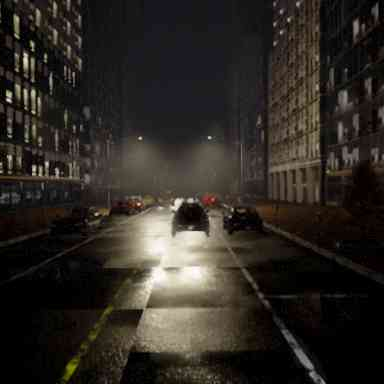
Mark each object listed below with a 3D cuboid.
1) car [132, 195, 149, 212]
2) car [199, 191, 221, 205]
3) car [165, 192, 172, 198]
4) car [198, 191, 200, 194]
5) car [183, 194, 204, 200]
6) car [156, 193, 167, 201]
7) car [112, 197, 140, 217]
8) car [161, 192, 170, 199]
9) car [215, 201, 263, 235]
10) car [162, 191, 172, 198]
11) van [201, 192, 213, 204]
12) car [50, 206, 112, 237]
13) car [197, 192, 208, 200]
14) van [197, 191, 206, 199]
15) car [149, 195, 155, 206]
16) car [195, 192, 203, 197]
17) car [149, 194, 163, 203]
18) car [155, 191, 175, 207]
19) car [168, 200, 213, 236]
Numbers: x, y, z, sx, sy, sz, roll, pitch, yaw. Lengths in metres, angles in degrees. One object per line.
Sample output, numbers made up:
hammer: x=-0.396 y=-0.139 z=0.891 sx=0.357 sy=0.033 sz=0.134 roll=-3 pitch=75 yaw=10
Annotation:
car: x=-5.973 y=1.177 z=34.340 sx=1.967 sy=1.590 sz=4.097 roll=-1 pitch=1 yaw=0
car: x=2.360 y=0.944 z=40.089 sx=2.192 sy=1.841 sz=5.009 roll=-1 pitch=1 yaw=0
car: x=-6.424 y=0.812 z=91.174 sx=1.802 sy=1.307 sz=4.206 roll=-1 pitch=1 yaw=0
car: x=2.314 y=0.894 z=45.773 sx=2.192 sy=1.841 sz=5.009 roll=-1 pitch=1 yaw=0
car: x=-0.183 y=1.255 z=33.236 sx=2.033 sy=1.411 sz=5.357 roll=0 pitch=1 yaw=0
car: x=-6.243 y=0.985 z=68.441 sx=2.008 sy=1.369 sz=4.403 roll=-1 pitch=1 yaw=0
car: x=-5.925 y=1.369 z=28.658 sx=1.802 sy=1.307 sz=4.206 roll=-1 pitch=1 yaw=0
car: x=-6.335 y=0.773 z=79.807 sx=1.967 sy=1.590 sz=4.097 roll=-1 pitch=1 yaw=0
car: x=2.545 y=1.380 z=17.358 sx=2.008 sy=1.369 sz=4.403 roll=-1 pitch=1 yaw=0
car: x=-6.383 y=0.596 z=85.489 sx=2.192 sy=1.841 sz=5.009 roll=-1 pitch=1 yaw=0
van: x=2.270 y=0.870 z=51.456 sx=1.690 sy=1.788 sz=3.998 roll=-1 pitch=1 yaw=0
car: x=-5.835 y=1.437 z=17.291 sx=2.008 sy=1.369 sz=4.403 roll=-1 pitch=1 yaw=0
car: x=2.135 y=0.817 z=68.506 sx=1.967 sy=1.590 sz=4.097 roll=-1 pitch=1 yaw=0
van: x=2.088 y=0.667 z=74.188 sx=1.690 sy=1.788 sz=3.998 roll=-1 pitch=1 yaw=0
car: x=-6.060 y=1.163 z=45.538 sx=1.752 sy=1.417 sz=4.829 roll=-1 pitch=1 yaw=0
car: x=1.956 y=0.723 z=91.240 sx=2.008 sy=1.369 sz=4.403 roll=-1 pitch=1 yaw=0
car: x=-6.152 y=1.102 z=57.075 sx=1.947 sy=1.339 sz=4.313 roll=-1 pitch=1 yaw=0
car: x=-3.353 y=0.983 z=44.213 sx=2.097 sy=1.767 sz=4.553 roll=0 pitch=0 yaw=0
car: x=-0.067 y=1.373 z=17.207 sx=1.812 sy=1.442 sz=4.674 roll=0 pitch=1 yaw=0
